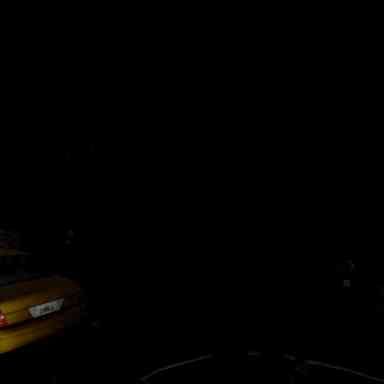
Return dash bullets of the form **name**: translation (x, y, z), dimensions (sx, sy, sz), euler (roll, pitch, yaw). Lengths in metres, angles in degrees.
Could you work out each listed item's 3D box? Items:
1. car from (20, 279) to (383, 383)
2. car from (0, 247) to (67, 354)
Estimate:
- **car**: translation (0.813, 1.566, 2.499), dimensions (4.313, 1.339, 1.947), euler (0, 0, 35)
- **car**: translation (-3.826, 1.525, 5.800), dimensions (4.829, 1.417, 1.752), euler (0, 0, 35)
